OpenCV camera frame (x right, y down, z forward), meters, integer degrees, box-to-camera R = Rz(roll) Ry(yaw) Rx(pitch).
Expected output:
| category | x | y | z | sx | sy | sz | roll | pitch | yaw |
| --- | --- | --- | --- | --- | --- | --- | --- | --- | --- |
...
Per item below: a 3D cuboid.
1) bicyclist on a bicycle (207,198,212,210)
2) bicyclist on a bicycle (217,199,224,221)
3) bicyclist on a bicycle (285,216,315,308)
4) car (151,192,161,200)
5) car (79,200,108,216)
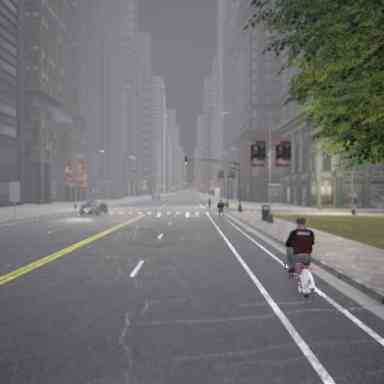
| category | x | y | z | sx | sy | sz | roll | pitch | yaw |
| --- | --- | --- | --- | --- | --- | --- | --- | --- | --- |
| bicyclist on a bicycle | 2.266 | 1.580 | 42.840 | 0.582 | 1.620 | 1.656 | 1 | 0 | 0 |
| bicyclist on a bicycle | 2.251 | 1.432 | 26.236 | 0.659 | 1.776 | 1.843 | 0 | 0 | 0 |
| bicyclist on a bicycle | 2.241 | 1.382 | 7.056 | 0.659 | 1.776 | 1.843 | 0 | 0 | 0 |
| car | -9.749 | 1.055 | 90.823 | 2.150 | 2.045 | 5.566 | 0 | 0 | 0 |
| car | -9.761 | 1.577 | 33.290 | 2.128 | 1.511 | 4.902 | 0 | 0 | 0 |
